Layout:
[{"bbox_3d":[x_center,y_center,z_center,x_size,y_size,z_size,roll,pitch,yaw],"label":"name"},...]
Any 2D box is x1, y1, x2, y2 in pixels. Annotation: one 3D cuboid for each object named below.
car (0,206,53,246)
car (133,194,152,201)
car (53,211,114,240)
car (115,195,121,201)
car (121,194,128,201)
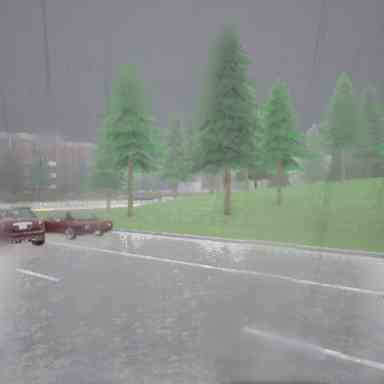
[{"bbox_3d":[-8.244,1.363,14.049,4.553,1.767,2.097,0,0,36],"label":"car"},{"bbox_3d":[-11.853,1.588,80.707,1.895,1.301,4.718,0,0,35],"label":"car"},{"bbox_3d":[-6.261,1.614,16.933,4.718,1.301,1.895,0,0,36],"label":"car"},{"bbox_3d":[-17.550,1.348,84.774,2.097,1.767,4.553,0,0,35],"label":"car"},{"bbox_3d":[-14.684,1.348,82.765,2.097,1.767,4.553,0,0,35],"label":"car"}]
